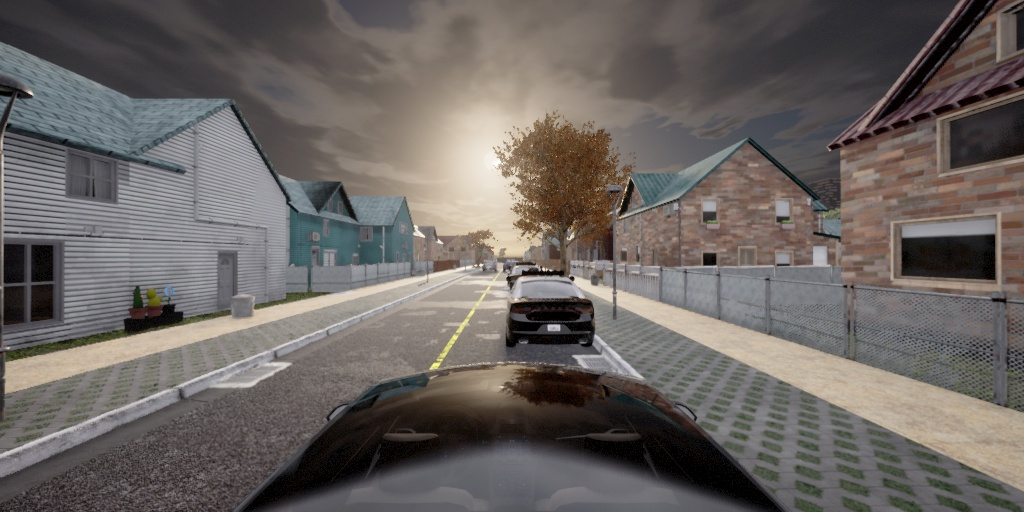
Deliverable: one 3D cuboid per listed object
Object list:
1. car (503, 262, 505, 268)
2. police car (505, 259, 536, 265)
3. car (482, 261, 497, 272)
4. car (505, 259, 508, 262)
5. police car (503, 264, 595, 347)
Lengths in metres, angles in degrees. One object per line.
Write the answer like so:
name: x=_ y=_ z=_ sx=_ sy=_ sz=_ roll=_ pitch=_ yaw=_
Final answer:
car: x=-0.141 y=1.212 z=49.073 sx=2.097 sy=1.767 sz=4.553 roll=0 pitch=0 yaw=0
police car: x=0.757 y=1.183 z=19.476 sx=1.930 sy=1.638 sz=5.238 roll=0 pitch=0 yaw=0
car: x=-2.926 y=1.340 z=47.079 sx=2.128 sy=1.511 sz=4.902 roll=0 pitch=0 yaw=0
car: x=0.733 y=1.112 z=25.336 sx=2.097 sy=1.767 sz=4.553 roll=0 pitch=0 yaw=0
police car: x=0.796 y=1.178 z=9.476 sx=1.930 sy=1.638 sz=5.238 roll=0 pitch=0 yaw=0
